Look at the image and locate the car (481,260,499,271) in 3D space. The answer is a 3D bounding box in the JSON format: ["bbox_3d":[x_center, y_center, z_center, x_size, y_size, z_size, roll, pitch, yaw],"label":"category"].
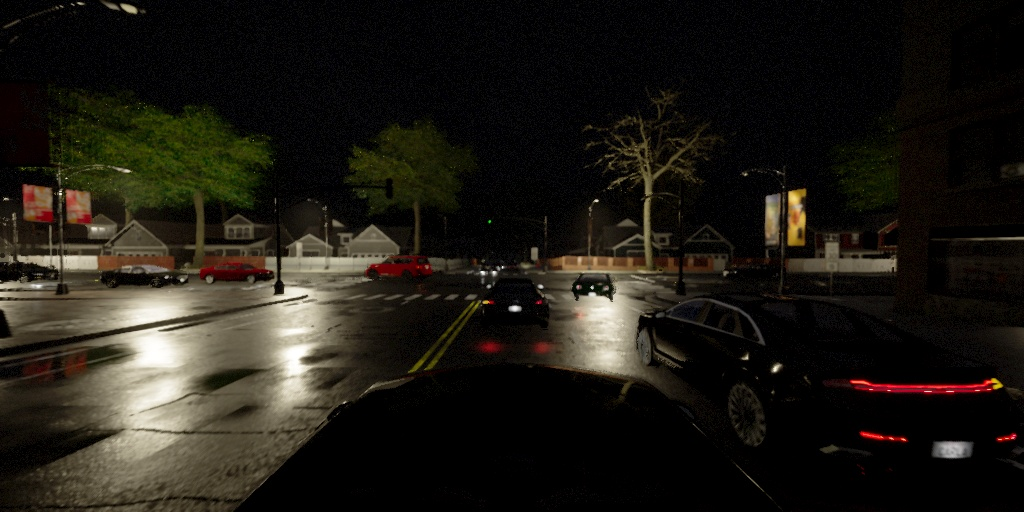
[{"bbox_3d":[-3.118,1.319,48.954,1.812,1.442,4.674,0,0,1],"label":"car"}]

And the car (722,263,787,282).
[{"bbox_3d":[20.687,1.342,30.685,4.902,1.511,2.128,0,2,0],"label":"car"}]

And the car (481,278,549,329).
[{"bbox_3d":[0.089,1.409,11.655,1.994,1.385,4.181,0,-1,0],"label":"car"}]

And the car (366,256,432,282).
[{"bbox_3d":[-9.441,1.009,29.946,5.566,2.045,2.150,1,1,19],"label":"car"}]

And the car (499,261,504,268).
[{"bbox_3d":[-2.887,1.438,64.771,2.033,1.411,5.357,0,0,1],"label":"car"}]

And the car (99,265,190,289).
[{"bbox_3d":[-24.549,1.370,24.066,4.902,1.511,2.128,0,2,0],"label":"car"}]

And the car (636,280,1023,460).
[{"bbox_3d":[3.349,1.275,5.152,2.128,1.511,4.902,0,0,0],"label":"car"}]

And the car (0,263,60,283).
[{"bbox_3d":[-37.493,1.258,27.351,4.892,1.490,1.837,0,2,0],"label":"car"}]

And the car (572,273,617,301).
[{"bbox_3d":[4.396,1.516,18.718,1.895,1.301,4.718,0,-1,17],"label":"car"}]

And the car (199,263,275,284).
[{"bbox_3d":[-20.829,1.275,27.308,5.008,1.535,1.882,0,2,0],"label":"car"}]
